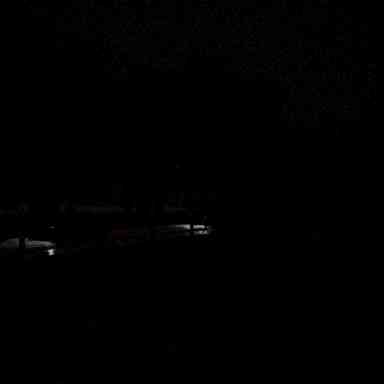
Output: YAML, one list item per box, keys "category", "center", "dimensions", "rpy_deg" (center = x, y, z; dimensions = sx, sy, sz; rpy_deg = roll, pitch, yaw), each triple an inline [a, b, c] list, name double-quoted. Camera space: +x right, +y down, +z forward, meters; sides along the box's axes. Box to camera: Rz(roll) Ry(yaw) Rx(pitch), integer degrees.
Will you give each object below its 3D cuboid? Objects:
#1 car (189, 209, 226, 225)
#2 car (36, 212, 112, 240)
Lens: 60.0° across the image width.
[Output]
- category: "car"
  center: [1.624, 2.378, 32.330]
  dimensions: [1.812, 1.442, 4.674]
  rpy_deg: [1, -1, 36]
- category: "car"
  center: [-7.007, 1.981, 20.158]
  dimensions: [1.812, 1.442, 4.674]
  rpy_deg: [1, -1, 36]
